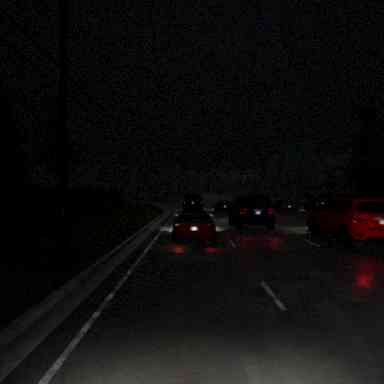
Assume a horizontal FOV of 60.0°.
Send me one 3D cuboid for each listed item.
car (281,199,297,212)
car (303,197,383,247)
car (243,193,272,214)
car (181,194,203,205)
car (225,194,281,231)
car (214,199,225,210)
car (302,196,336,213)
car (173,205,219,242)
[{"bbox_3d":[10.595,1.540,38.164,1.994,1.385,4.181,0,0,0],"label":"car"},{"bbox_3d":[7.098,1.212,15.020,2.150,2.045,5.566,0,0,0],"label":"car"},{"bbox_3d":[7.094,1.199,36.687,2.150,2.045,5.566,0,0,0],"label":"car"},{"bbox_3d":[0.039,1.197,36.706,2.150,2.045,5.566,0,0,-1],"label":"car"},{"bbox_3d":[3.585,1.209,20.809,2.150,2.045,5.566,0,0,0],"label":"car"},{"bbox_3d":[3.595,1.539,38.321,1.994,1.385,4.181,0,0,0],"label":"car"},{"bbox_3d":[14.094,1.329,37.308,2.097,1.767,4.553,0,0,0],"label":"car"},{"bbox_3d":[0.098,1.554,16.433,1.994,1.385,4.181,0,0,0],"label":"car"}]
